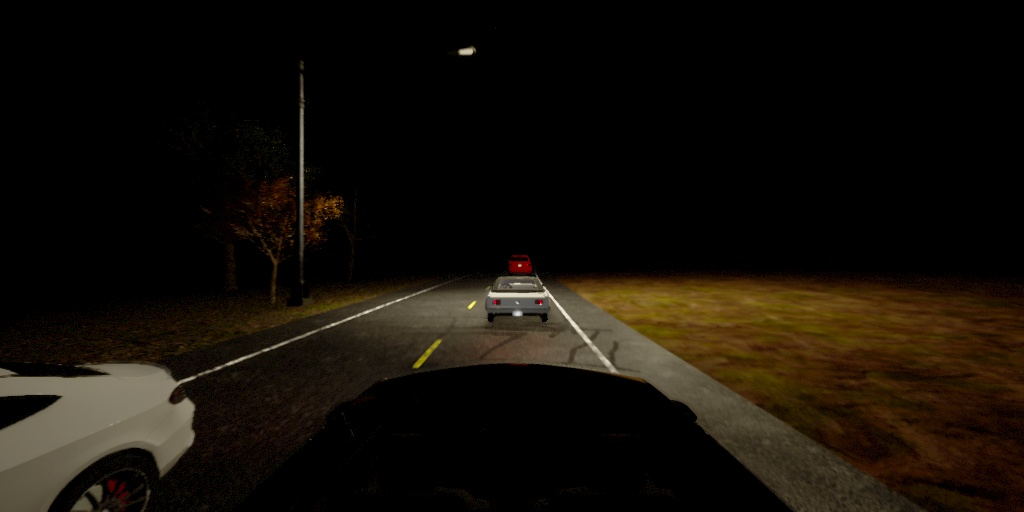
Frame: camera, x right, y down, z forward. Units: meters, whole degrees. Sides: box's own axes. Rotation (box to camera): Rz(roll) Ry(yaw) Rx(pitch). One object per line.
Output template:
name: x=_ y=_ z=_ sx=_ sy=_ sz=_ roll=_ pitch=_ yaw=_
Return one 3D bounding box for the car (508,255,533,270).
car: x=0.806 y=0.966 z=34.663 sx=2.150 sy=2.045 sz=5.566 roll=0 pitch=0 yaw=2

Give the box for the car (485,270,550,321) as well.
car: x=0.196 y=1.351 z=12.425 sx=1.895 sy=1.301 sz=4.718 roll=0 pitch=0 yaw=1

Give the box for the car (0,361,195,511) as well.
car: x=-3.473 y=1.274 z=1.000 sx=1.812 sy=1.442 sz=4.674 roll=0 pitch=0 yaw=0
